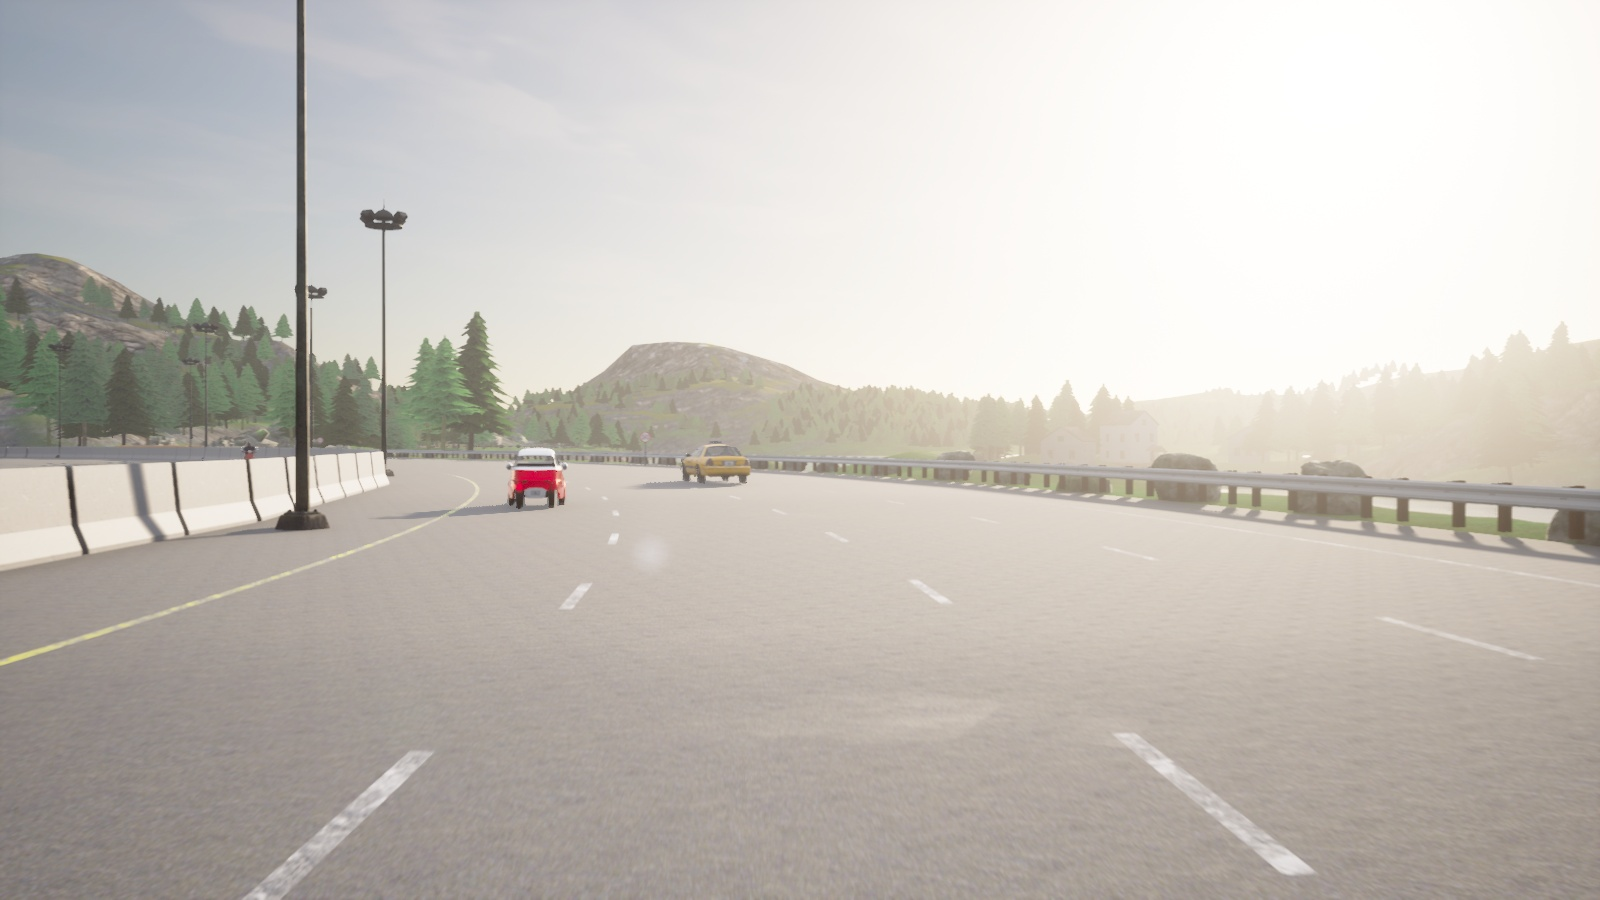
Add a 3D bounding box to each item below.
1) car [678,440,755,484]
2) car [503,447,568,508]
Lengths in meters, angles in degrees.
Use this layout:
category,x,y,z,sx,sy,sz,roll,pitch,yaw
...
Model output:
category,x,y,z,sx,sy,sz,roll,pitch,yaw
car,-3.242,0.416,47.463,1.801,1.575,5.366,0,0,-16
car,-6.321,0.628,30.134,1.481,1.376,2.207,0,1,-11
